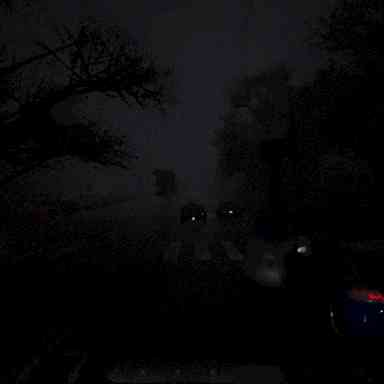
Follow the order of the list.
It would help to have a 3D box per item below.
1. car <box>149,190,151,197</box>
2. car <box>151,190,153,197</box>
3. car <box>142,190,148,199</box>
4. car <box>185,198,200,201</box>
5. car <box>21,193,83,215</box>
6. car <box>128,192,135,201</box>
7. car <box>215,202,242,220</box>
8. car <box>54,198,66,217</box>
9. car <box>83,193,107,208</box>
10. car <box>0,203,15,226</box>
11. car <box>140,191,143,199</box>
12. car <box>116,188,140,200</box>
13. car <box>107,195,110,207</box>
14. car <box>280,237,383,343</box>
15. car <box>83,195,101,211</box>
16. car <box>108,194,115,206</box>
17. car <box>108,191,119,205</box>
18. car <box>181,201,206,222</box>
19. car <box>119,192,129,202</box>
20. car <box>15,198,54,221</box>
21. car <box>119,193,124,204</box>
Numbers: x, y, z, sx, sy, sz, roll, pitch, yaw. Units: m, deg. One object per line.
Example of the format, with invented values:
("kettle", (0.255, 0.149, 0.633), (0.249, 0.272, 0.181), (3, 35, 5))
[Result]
("car", (-13.824, 0.736, 86.229), (4.553, 1.767, 2.185), (-1, 0, -20))
("car", (-13.795, 0.836, 89.240), (4.892, 1.521, 2.231), (-1, 0, -20))
("car", (-13.824, 0.702, 77.215), (5.566, 2.045, 2.435), (-1, 1, -20))
("car", (0.106, 1.455, 42.792), (1.812, 1.442, 4.674), (0, 1, 0))
("car", (-13.808, 1.241, 32.225), (5.566, 2.045, 2.435), (-1, 0, -20))
("car", (-13.782, 1.186, 62.247), (4.792, 1.488, 2.163), (-1, 1, -20))
("car", (3.104, 1.571, 28.689), (1.994, 1.385, 4.181), (0, 0, 0))
("car", (-13.837, 1.537, 29.207), (4.674, 1.452, 2.002), (-1, 0, -20))
("car", (-13.853, 1.184, 41.206), (5.566, 2.045, 2.435), (-1, 1, -20))
("car", (-13.814, 1.532, 20.210), (4.792, 1.488, 2.163), (-1, 0, -20))
("car", (-13.975, 1.029, 71.168), (5.366, 1.575, 1.946), (-1, 1, -20))
("car", (-13.785, 0.861, 65.246), (5.566, 2.045, 2.435), (-1, 1, -20))
("car", (-13.847, 1.436, 44.207), (4.792, 1.488, 2.163), (-1, 1, -20))
("car", (3.101, 1.555, 6.376), (1.994, 1.385, 4.181), (0, -1, 0))
("car", (-13.654, 1.453, 38.280), (5.366, 1.575, 1.946), (-1, 0, -20))
("car", (-13.822, 1.417, 47.232), (4.674, 1.452, 2.002), (-1, 0, -20))
("car", (-13.849, 1.211, 50.219), (4.553, 1.767, 2.185), (-1, 1, -20))
("car", (0.104, 1.612, 26.044), (1.895, 1.301, 4.718), (0, 0, 0))
("car", (-13.806, 1.250, 56.231), (5.008, 1.535, 2.097), (-1, 1, -20))
("car", (-14.007, 1.501, 26.134), (5.366, 1.575, 1.946), (-1, 0, -20))
("car", (-13.818, 1.335, 53.231), (4.674, 1.452, 2.002), (-1, 1, -20))
